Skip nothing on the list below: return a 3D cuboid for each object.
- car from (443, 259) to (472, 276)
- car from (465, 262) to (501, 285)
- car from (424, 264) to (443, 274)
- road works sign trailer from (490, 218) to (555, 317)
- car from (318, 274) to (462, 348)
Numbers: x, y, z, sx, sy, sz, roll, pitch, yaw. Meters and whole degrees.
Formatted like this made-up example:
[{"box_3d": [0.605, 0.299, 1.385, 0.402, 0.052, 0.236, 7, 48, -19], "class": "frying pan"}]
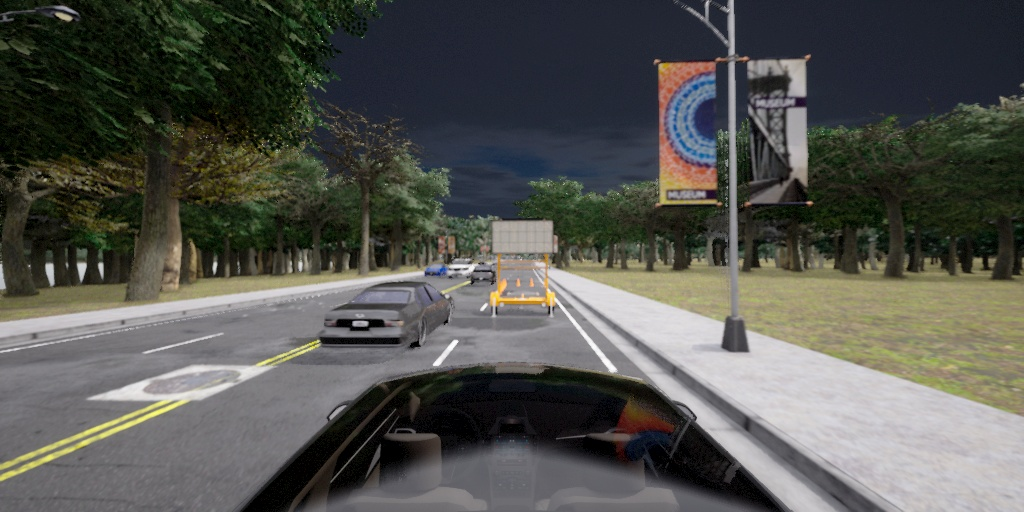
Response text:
[{"box_3d": [-5.341, 1.342, 38.116, 2.150, 2.045, 5.566, 0, 0, 2], "class": "car"}, {"box_3d": [-2.206, 1.525, 29.299, 2.128, 1.511, 4.902, 0, -1, 2], "class": "car"}, {"box_3d": [-8.496, 1.629, 40.621, 1.882, 1.535, 5.008, 0, 0, 2], "class": "car"}, {"box_3d": [0.419, 0.342, 13.827, 2.380, 3.560, 2.880, 0, 0, 2], "class": "road works sign trailer"}, {"box_3d": [-2.870, 1.389, 9.480, 2.033, 1.411, 5.357, 0, -1, 2], "class": "car"}]
